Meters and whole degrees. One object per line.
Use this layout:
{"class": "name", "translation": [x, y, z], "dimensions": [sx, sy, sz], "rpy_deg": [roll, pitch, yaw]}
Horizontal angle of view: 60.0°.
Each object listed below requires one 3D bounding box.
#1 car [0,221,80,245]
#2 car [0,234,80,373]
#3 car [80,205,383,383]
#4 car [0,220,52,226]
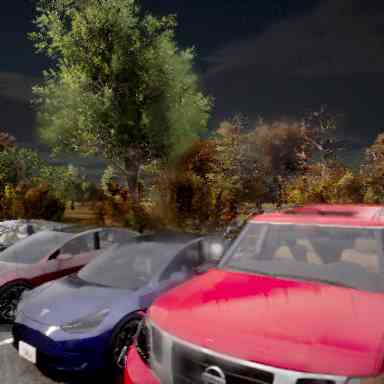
{"class": "car", "translation": [-2.908, 1.568, 7.639], "dimensions": [2.163, 1.488, 4.792], "rpy_deg": [-1, 0, 35]}
{"class": "car", "translation": [-0.609, 1.543, 5.999], "dimensions": [2.163, 1.488, 4.792], "rpy_deg": [-1, 0, 35]}
{"class": "car", "translation": [1.689, 1.238, 4.363], "dimensions": [2.435, 2.045, 5.566], "rpy_deg": [-1, 0, 35]}
{"class": "car", "translation": [-5.084, 1.562, 9.235], "dimensions": [2.231, 1.521, 4.892], "rpy_deg": [-1, 0, 35]}
